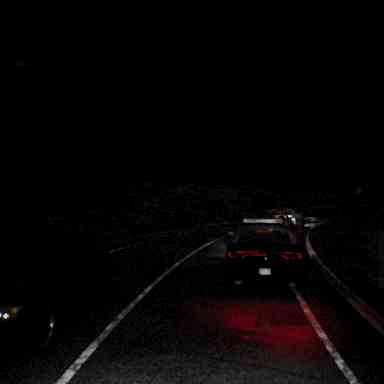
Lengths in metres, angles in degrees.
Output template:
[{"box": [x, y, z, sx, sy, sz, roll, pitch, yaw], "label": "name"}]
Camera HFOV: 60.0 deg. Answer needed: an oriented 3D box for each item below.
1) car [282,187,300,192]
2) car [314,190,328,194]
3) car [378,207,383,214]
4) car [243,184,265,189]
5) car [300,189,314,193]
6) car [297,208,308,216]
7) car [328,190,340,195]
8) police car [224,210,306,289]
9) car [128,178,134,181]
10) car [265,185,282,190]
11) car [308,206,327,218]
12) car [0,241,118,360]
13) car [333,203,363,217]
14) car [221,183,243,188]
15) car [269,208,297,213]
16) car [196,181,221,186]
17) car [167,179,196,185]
[{"box": [21.629, -0.328, 76.053, 4.792, 1.488, 2.163, 3, -6, -33], "label": "car"}, {"box": [30.599, 0.218, 82.294, 4.892, 1.521, 2.231, 4, -6, -35], "label": "car"}, {"box": [29.692, 2.636, 49.413, 4.181, 1.385, 1.994, 1, -5, -27], "label": "car"}, {"box": [12.147, -0.913, 70.025, 5.008, 1.535, 2.097, 3, -6, -30], "label": "car"}, {"box": [26.188, -0.033, 79.151, 4.674, 1.452, 2.002, 4, -6, -34], "label": "car"}, {"box": [6.907, 1.901, 24.018, 1.812, 1.442, 4.674, -2, -2, 26], "label": "car"}, {"box": [35.110, 0.421, 85.668, 4.553, 1.767, 2.185, 4, -6, -37], "label": "car"}, {"box": [2.053, 1.536, 9.680, 1.930, 1.638, 5.238, -1, -1, 11], "label": "police car"}, {"box": [-11.955, -2.172, 56.729, 4.553, 1.767, 2.185, 2, -6, -28], "label": "car"}, {"box": [16.838, -0.770, 72.941, 4.553, 1.767, 2.185, 3, -6, -32], "label": "car"}, {"box": [15.905, 2.574, 43.420, 4.674, 1.442, 1.812, 2, -5, -43], "label": "car"}, {"box": [-2.926, 1.652, 6.170, 1.994, 1.385, 4.181, 0, -1, 8], "label": "car"}, {"box": [19.868, 2.223, 42.306, 4.553, 1.767, 2.097, 1, -4, -40], "label": "car"}, {"box": [7.373, -1.133, 67.205, 4.674, 1.452, 2.002, 3, -6, -29], "label": "car"}, {"box": [4.694, 1.725, 18.941, 1.801, 1.575, 5.366, -2, -2, 21], "label": "car"}, {"box": [2.541, -1.419, 64.494, 4.892, 1.521, 2.231, 3, -6, -28], "label": "car"}, {"box": [-2.317, -1.638, 61.883, 4.892, 1.521, 2.231, 2, -6, -28], "label": "car"}]
